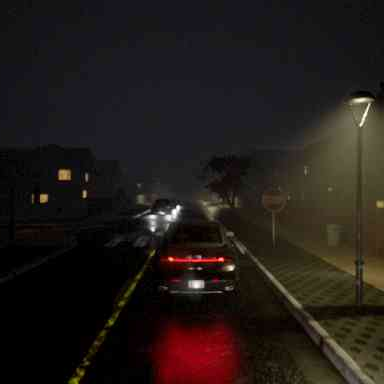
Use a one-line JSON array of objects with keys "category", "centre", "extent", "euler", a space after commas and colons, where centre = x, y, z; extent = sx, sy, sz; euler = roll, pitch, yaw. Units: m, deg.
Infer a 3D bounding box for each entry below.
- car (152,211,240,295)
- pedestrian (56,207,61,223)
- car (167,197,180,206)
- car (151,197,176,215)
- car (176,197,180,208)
[{"category": "car", "centre": [0.080, 1.470, 8.628], "extent": [1.837, 1.490, 4.892], "euler": [0, 0, 0]}, {"category": "pedestrian", "centre": [-9.969, 1.342, 24.960], "extent": [0.375, 1.860, 0.375], "euler": [0, -2, 5]}, {"category": "car", "centre": [-2.940, 1.484, 53.899], "extent": [1.895, 1.301, 4.718], "euler": [0, 0, 0]}, {"category": "car", "centre": [-2.925, 1.407, 33.092], "extent": [1.837, 1.490, 4.892], "euler": [0, 0, 0]}, {"category": "car", "centre": [-2.942, 1.487, 43.857], "extent": [1.895, 1.301, 4.718], "euler": [0, 0, 0]}]
